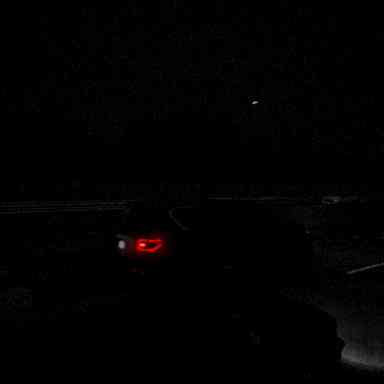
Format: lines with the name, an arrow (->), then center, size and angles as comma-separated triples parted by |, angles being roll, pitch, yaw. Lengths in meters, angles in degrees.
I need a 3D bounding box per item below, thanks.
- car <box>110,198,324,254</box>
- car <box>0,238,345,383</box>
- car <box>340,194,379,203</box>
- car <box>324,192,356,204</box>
car -> 0.714, 1.182, 8.522 | 5.566, 2.045, 2.150 | 0, 0, -35
car -> -0.794, 1.539, 3.162 | 5.357, 1.411, 2.033 | -1, 0, -35
car -> 19.903, 1.296, 38.836 | 4.892, 1.490, 1.837 | 0, 0, -33
car -> 18.971, 1.005, 42.416 | 5.566, 2.045, 2.150 | 0, 0, -33
